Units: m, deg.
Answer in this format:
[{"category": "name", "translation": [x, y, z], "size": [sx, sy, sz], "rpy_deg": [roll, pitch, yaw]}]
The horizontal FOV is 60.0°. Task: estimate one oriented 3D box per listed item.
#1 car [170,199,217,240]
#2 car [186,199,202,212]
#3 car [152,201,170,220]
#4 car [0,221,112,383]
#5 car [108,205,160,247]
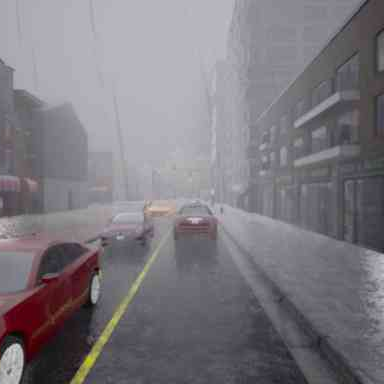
[{"category": "car", "translation": [0.151, 1.390, 17.361], "size": [2.097, 1.767, 4.553], "rpy_deg": [0, 0, 0]}, {"category": "car", "translation": [0.226, 1.628, 40.381], "size": [1.812, 1.442, 4.674], "rpy_deg": [0, 0, 0]}, {"category": "car", "translation": [-2.670, 1.543, 29.187], "size": [1.882, 1.535, 5.008], "rpy_deg": [0, 0, 1]}, {"category": "car", "translation": [-2.832, 1.486, 5.133], "size": [1.882, 1.535, 5.008], "rpy_deg": [0, 0, 0]}, {"category": "car", "translation": [-2.791, 1.556, 15.444], "size": [1.812, 1.442, 4.674], "rpy_deg": [0, 0, 0]}]
